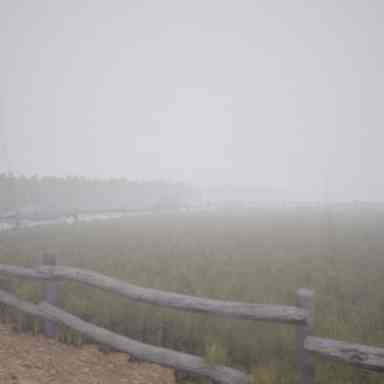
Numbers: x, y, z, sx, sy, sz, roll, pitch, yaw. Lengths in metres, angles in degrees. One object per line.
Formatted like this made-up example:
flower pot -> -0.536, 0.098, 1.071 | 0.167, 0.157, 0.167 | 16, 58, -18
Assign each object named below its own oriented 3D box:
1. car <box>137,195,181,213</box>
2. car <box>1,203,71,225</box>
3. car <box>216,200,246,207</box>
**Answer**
car -> -3.450, 1.347, 35.789 | 2.150, 2.045, 5.566 | 0, 0, 36
car -> -11.383, 1.616, 24.646 | 2.128, 1.511, 4.902 | 0, 0, 35
car -> 4.953, 1.655, 41.979 | 2.033, 1.411, 5.357 | 0, 0, 35
